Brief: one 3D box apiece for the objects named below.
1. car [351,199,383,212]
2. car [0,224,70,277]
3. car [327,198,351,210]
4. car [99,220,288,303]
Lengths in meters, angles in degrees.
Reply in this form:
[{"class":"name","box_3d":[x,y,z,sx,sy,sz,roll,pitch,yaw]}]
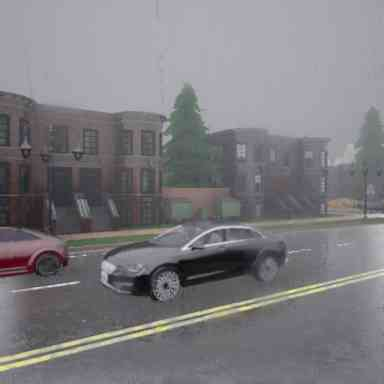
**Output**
[{"class":"car","box_3d":[20.688,1.516,36.536,2.128,1.511,4.902,0,0,-30]},{"class":"car","box_3d":[-5.470,1.564,8.769,4.181,1.385,1.994,0,0,-33]},{"class":"car","box_3d":[19.986,1.510,44.813,1.882,1.535,5.008,0,0,-29]},{"class":"car","box_3d":[0.237,1.499,8.279,4.902,1.511,2.128,0,0,-33]}]
